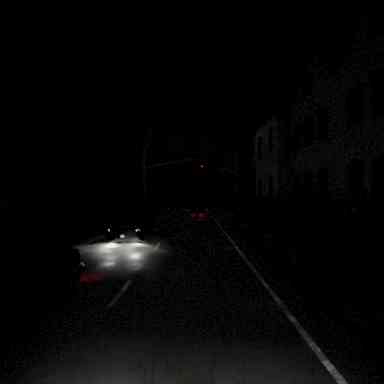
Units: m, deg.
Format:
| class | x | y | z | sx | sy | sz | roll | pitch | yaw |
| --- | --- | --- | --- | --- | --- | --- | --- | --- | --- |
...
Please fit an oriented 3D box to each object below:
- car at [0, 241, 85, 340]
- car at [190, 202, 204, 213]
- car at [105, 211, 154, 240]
| class | x | y | z | sx | sy | sz | roll | pitch | yaw |
| --- | --- | --- | --- | --- | --- | --- | --- | --- | --- |
| car | -3.566 | 1.620 | 5.787 | 2.033 | 1.411 | 5.357 | 0 | -1 | 2 |
| car | 0.735 | 2.071 | 45.405 | 2.128 | 1.511 | 4.902 | 0 | -1 | 1 |
| car | -3.299 | 1.785 | 18.717 | 2.033 | 1.411 | 5.357 | 0 | -1 | 1 |
